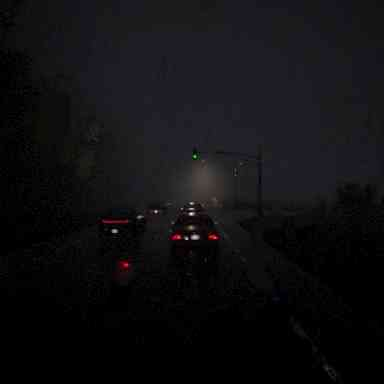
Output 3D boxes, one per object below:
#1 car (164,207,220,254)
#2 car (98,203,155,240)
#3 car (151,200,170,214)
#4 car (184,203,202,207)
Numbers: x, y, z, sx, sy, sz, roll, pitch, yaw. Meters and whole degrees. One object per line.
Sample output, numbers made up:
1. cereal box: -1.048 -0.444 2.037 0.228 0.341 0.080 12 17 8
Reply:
1. car: 0.101 1.575 13.680 2.033 1.411 5.357 0 0 0
2. car: -3.395 1.525 17.055 2.128 1.511 4.902 0 0 0
3. car: -3.392 1.573 33.771 1.837 1.490 4.892 0 0 0
4. car: 0.108 1.601 27.032 2.033 1.411 5.357 0 0 0
